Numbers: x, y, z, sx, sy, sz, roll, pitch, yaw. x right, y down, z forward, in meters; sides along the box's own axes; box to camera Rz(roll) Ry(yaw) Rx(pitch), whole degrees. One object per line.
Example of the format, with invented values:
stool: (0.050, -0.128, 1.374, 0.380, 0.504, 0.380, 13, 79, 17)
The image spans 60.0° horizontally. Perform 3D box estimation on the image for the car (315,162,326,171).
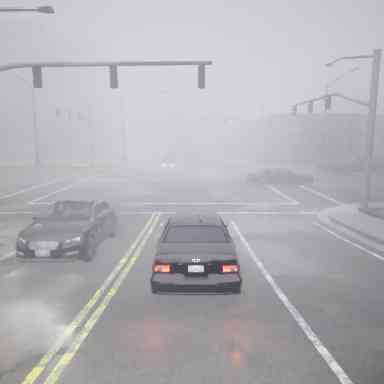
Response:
car: (16.331, -3.047, 37.308, 4.902, 1.511, 2.128, 0, 9, 0)

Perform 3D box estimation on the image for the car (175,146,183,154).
car: (-3.392, -8.498, 71.181, 2.033, 1.411, 5.357, 0, 9, 0)

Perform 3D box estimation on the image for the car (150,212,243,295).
car: (0.087, 1.219, 8.383, 2.033, 1.411, 5.357, 0, 4, 0)

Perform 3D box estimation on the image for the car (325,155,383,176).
car: (17.075, -2.751, 33.803, 5.566, 2.045, 2.150, 0, 9, 1)

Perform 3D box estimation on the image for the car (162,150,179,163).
car: (-3.518, -5.293, 51.507, 2.033, 1.411, 5.357, 0, 9, 0)

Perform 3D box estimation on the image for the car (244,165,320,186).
car: (6.987, -1.281, 26.799, 5.357, 1.411, 2.033, 0, 9, 0)

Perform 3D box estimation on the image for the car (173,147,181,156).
car: (-3.475, -6.877, 60.985, 1.837, 1.490, 4.892, 0, 9, 0)

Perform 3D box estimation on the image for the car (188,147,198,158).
car: (0.197, -7.387, 63.953, 1.882, 1.535, 5.008, 0, 9, 0)

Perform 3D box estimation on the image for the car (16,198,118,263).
car: (-3.627, 1.001, 10.441, 2.128, 1.511, 4.902, 0, 5, -1)
